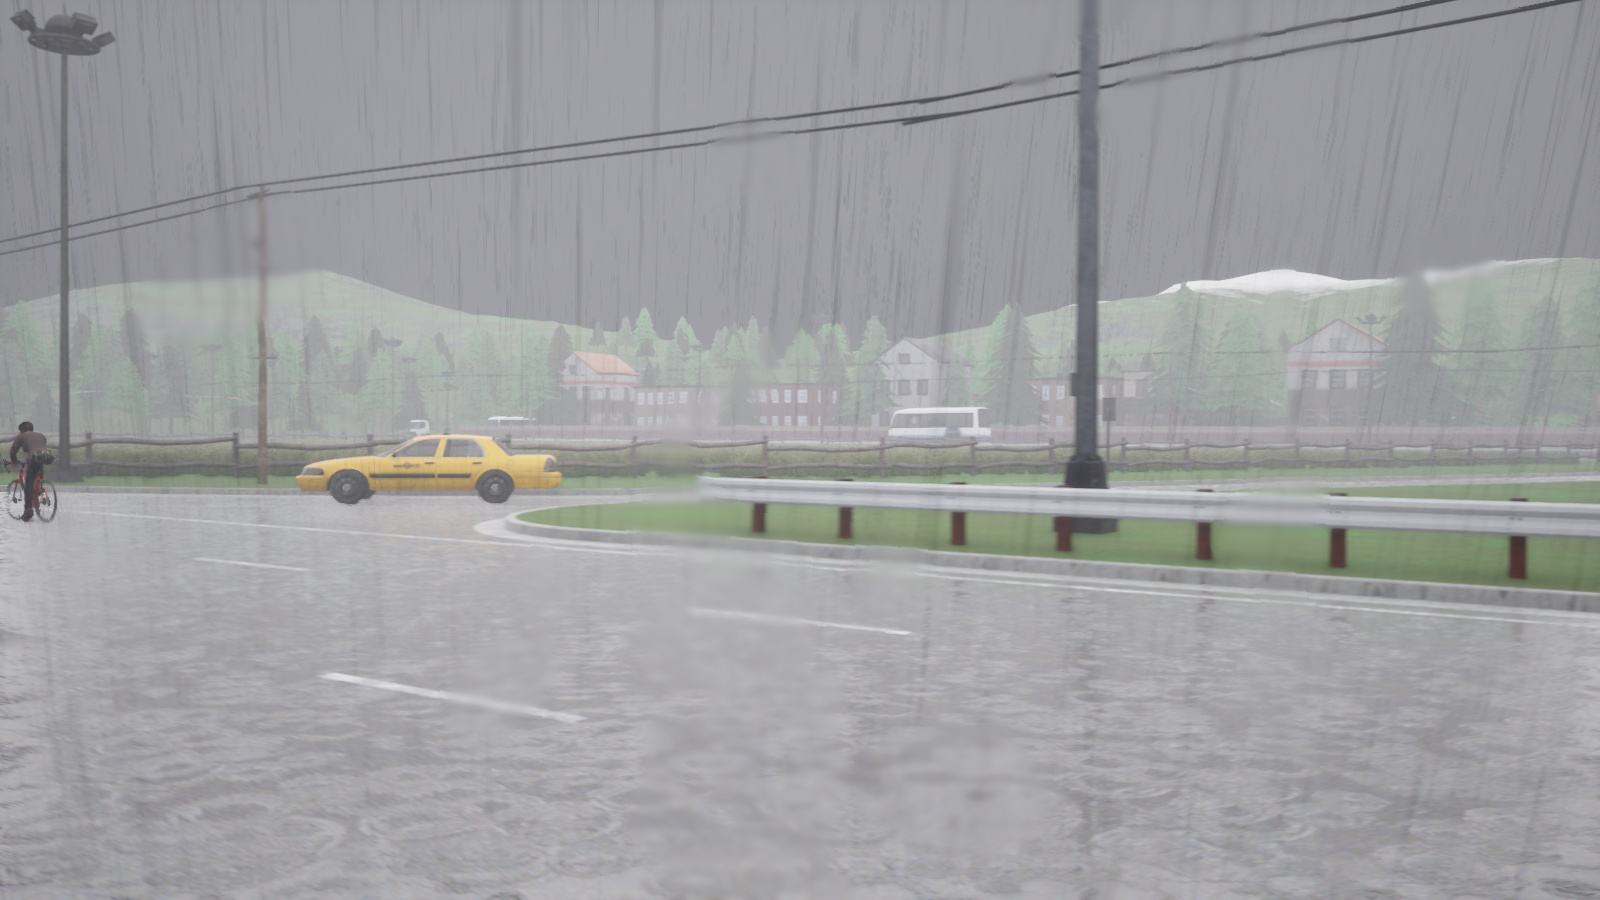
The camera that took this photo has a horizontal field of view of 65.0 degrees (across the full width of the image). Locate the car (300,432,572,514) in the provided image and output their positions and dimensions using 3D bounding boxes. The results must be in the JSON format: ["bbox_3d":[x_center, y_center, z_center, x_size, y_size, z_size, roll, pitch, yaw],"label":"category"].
[{"bbox_3d":[-7.577,0.444,26.652,5.366,1.575,1.801,-1,1,-11],"label":"car"}]

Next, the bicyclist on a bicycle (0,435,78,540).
[{"bbox_3d":[-12.400,0.591,20.267,1.656,1.620,0.582,-1,1,34],"label":"bicyclist on a bicycle"}]
